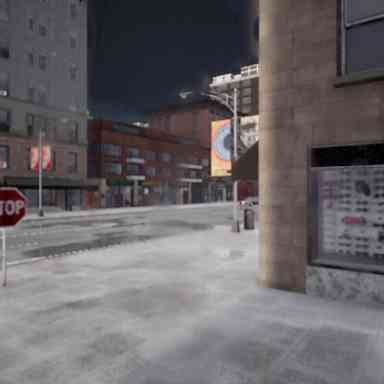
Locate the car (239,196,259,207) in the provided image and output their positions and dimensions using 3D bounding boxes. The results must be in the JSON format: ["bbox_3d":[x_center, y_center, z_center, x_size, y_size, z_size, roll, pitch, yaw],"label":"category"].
[{"bbox_3d":[8.898,1.427,50.472,2.128,1.511,4.902,0,0,36],"label":"car"}]
